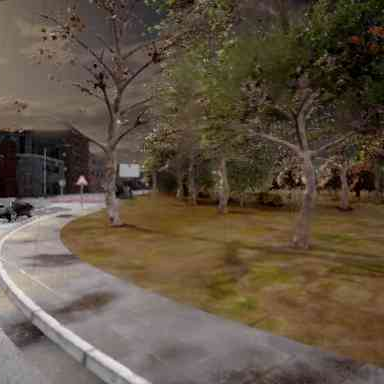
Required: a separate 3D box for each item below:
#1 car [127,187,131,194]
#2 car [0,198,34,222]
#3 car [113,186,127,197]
[{"bbox_3d":[-14.084,-0.309,70.338,2.128,1.511,4.902,0,1,-1],"label":"car"},{"bbox_3d":[-12.395,1.155,22.603,2.128,1.511,4.902,0,1,-5],"label":"car"},{"bbox_3d":[-13.808,-0.157,59.948,2.150,2.045,5.566,0,2,-2],"label":"car"}]
